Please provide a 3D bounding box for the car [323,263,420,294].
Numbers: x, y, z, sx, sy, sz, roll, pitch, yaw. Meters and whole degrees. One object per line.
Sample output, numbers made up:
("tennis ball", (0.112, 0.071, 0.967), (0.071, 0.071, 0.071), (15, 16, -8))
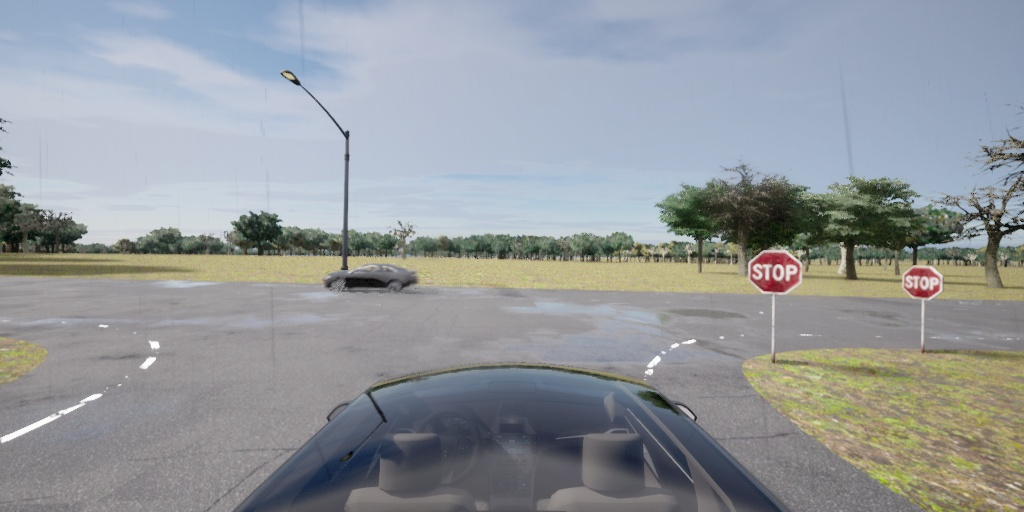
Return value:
("car", (-7.489, 1.146, 19.357), (4.902, 1.511, 2.128), (1, 1, -3))
